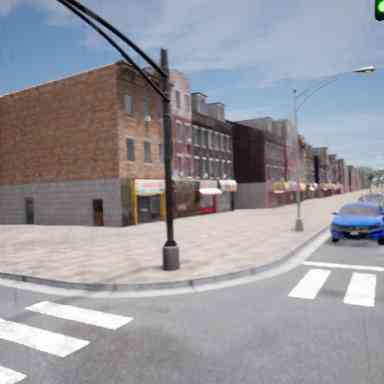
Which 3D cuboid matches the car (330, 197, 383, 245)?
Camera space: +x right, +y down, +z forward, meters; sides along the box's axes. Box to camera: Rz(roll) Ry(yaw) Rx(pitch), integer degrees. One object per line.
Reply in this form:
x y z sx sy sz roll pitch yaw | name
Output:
7.251 1.197 14.306 1.882 1.535 5.008 -2 0 32 | car

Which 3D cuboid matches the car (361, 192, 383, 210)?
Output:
17.463 0.858 31.973 1.837 1.490 4.892 -2 0 31 | car

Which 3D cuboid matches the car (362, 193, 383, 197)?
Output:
12.273 1.035 23.009 2.128 1.511 4.902 -2 0 30 | car
